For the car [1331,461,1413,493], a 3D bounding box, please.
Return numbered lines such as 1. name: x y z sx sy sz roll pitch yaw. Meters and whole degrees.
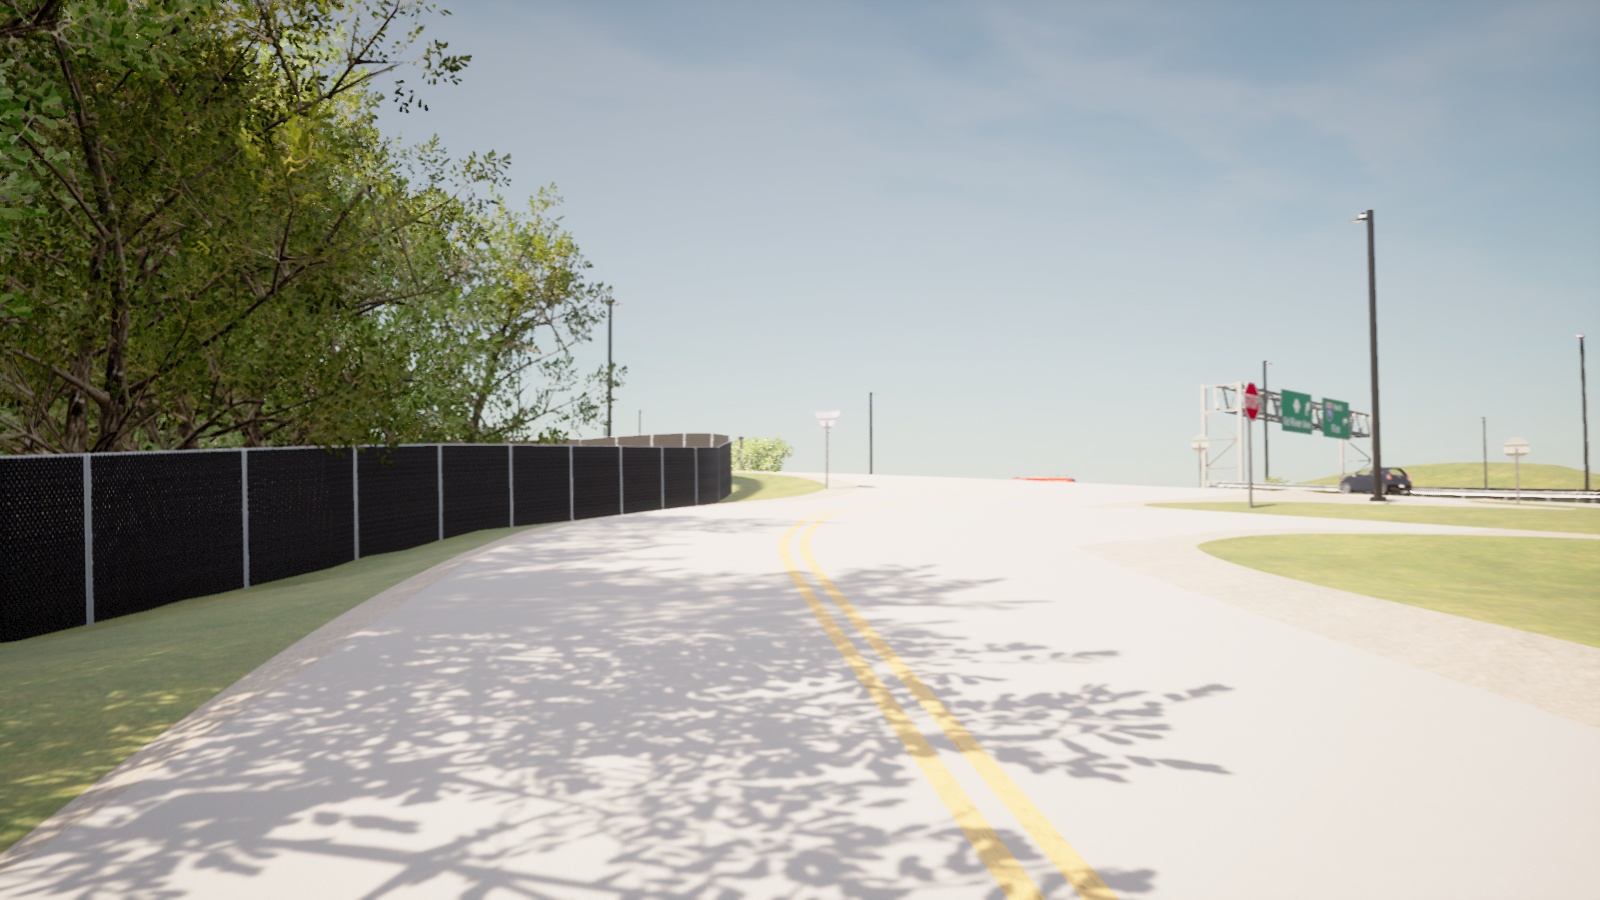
1. car: 29.640 1.400 65.148 1.845 1.501 3.633 3 -2 -19
